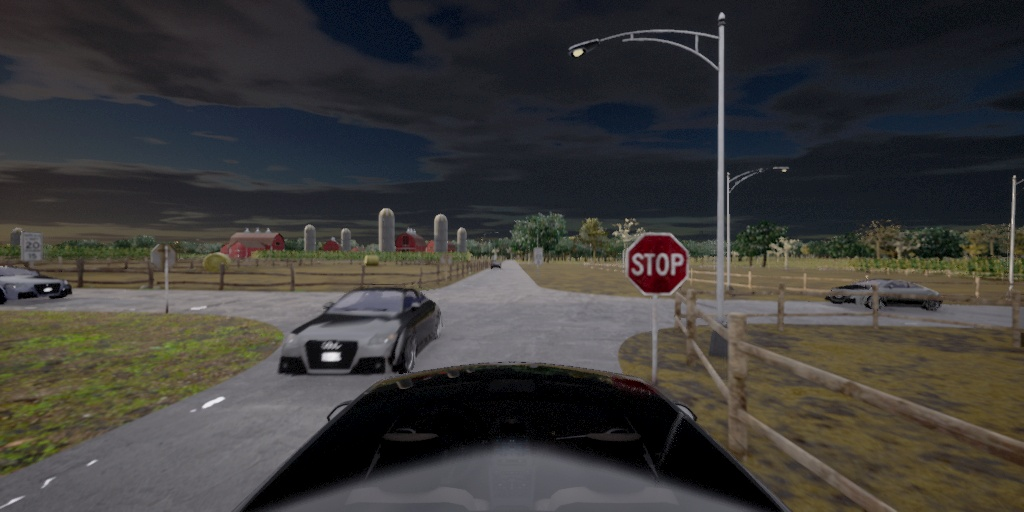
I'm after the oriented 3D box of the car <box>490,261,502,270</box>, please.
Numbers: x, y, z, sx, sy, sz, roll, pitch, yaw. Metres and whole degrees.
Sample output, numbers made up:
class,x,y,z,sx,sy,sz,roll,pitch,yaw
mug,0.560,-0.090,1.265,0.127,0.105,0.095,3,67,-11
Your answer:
class,x,y,z,sx,sy,sz,roll,pitch,yaw
car,-2.703,1.615,61.574,2.033,1.411,5.357,0,0,0

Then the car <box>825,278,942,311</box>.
class,x,y,z,sx,sy,sz,roll,pitch,yaw
car,17.607,1.786,17.121,4.181,1.385,1.994,1,0,0

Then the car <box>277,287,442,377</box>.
class,x,y,z,sx,sy,sz,roll,pitch,yaw
car,-2.742,1.359,7.436,1.994,1.385,4.181,0,0,0

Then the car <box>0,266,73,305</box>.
class,x,y,z,sx,sy,sz,roll,pitch,yaw
car,-20.100,1.104,13.980,4.181,1.385,1.994,1,0,0
